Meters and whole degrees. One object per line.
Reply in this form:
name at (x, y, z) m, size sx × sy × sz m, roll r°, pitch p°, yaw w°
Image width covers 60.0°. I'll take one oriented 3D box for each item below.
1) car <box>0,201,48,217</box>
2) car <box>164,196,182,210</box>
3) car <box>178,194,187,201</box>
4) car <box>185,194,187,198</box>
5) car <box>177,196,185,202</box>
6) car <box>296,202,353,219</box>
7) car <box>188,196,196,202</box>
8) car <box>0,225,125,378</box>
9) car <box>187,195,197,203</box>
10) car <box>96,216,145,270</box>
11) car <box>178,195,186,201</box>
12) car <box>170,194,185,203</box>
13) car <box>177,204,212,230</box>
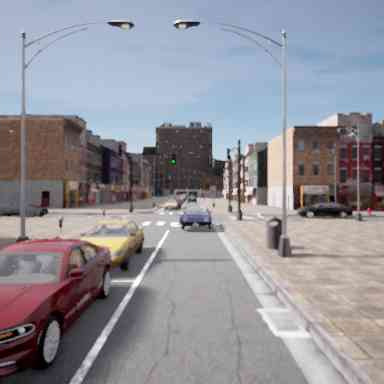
car at (-14.527, 1.477, 28.342) m, size 4.181 × 1.385 × 1.994 m, roll 0°, pitch 0°, yaw 0°
car at (-2.620, 1.565, 43.036) m, size 1.752 × 1.417 × 4.829 m, roll 0°, pitch 0°, yaw 0°
car at (-2.604, 1.484, 92.203) m, size 2.192 × 1.841 × 5.009 m, roll 0°, pitch 0°, yaw 0°
car at (-2.612, 1.632, 70.255) m, size 1.752 × 1.417 × 4.829 m, roll 0°, pitch 0°, yaw 0°
car at (-2.609, 1.684, 81.314) m, size 1.887 × 1.381 × 4.507 m, roll 0°, pitch 0°, yaw 0°
car at (12.462, 1.655, 31.421) m, size 5.008 × 1.535 × 1.882 m, roll 1°, pitch 0°, yaw 0°
car at (0.027, 1.742, 83.916) m, size 1.895 × 1.301 × 4.718 m, roll 0°, pitch 0°, yaw 0°
car at (-2.631, 1.545, 5.754) m, size 1.887 × 1.381 × 4.507 m, roll 0°, pitch 0°, yaw 0°
car at (0.024, 1.472, 73.736) m, size 2.097 × 1.767 × 4.553 m, roll 0°, pitch 0°, yaw 0°
car at (-2.630, 1.527, 11.078) m, size 1.752 × 1.417 × 4.829 m, roll 0°, pitch 0°, yaw 0°
car at (-2.607, 1.594, 86.758) m, size 1.967 × 1.590 × 4.097 m, roll 0°, pitch 0°, yaw 0°
car at (-2.618, 1.366, 48.649) m, size 2.192 × 1.841 × 5.009 m, roll 0°, pitch 0°, yaw 0°
car at (0.359, 1.610, 21.371) m, size 1.895 × 1.301 × 4.718 m, roll 0°, pitch 0°, yaw 3°
